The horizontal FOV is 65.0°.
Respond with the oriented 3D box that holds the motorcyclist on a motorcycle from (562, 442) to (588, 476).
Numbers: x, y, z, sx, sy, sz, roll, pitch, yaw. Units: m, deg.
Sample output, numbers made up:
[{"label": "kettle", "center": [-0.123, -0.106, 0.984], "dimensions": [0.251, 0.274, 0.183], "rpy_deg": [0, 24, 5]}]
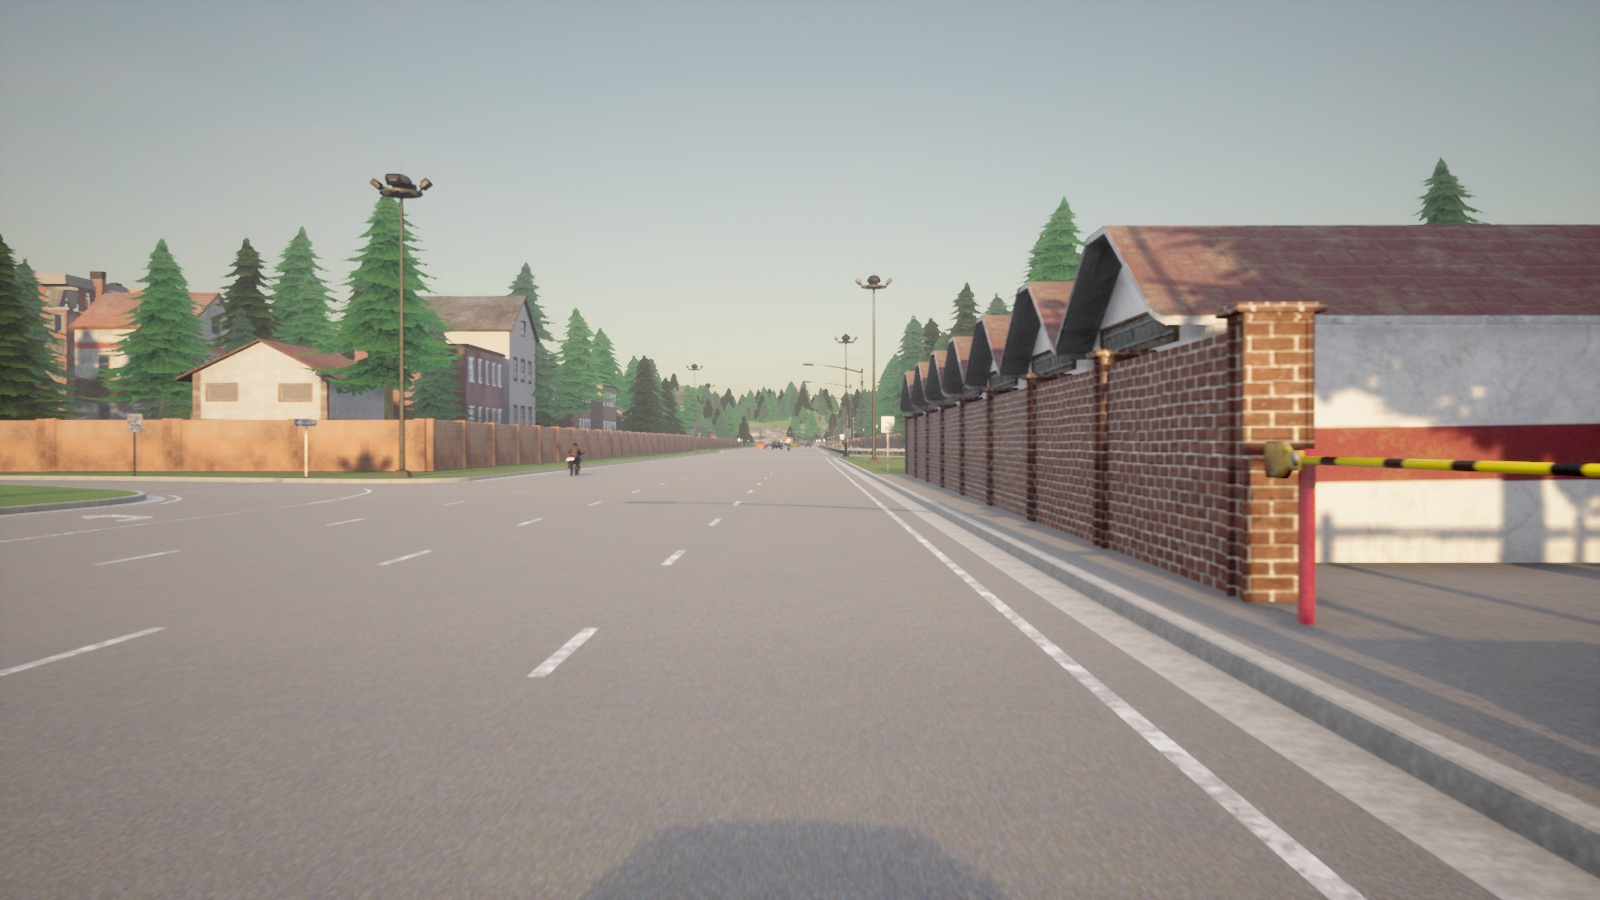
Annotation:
[{"label": "motorcyclist on a motorcycle", "center": [-10.162, 0.399, 56.844], "dimensions": [0.797, 1.523, 2.044], "rpy_deg": [0, 0, 0]}]
